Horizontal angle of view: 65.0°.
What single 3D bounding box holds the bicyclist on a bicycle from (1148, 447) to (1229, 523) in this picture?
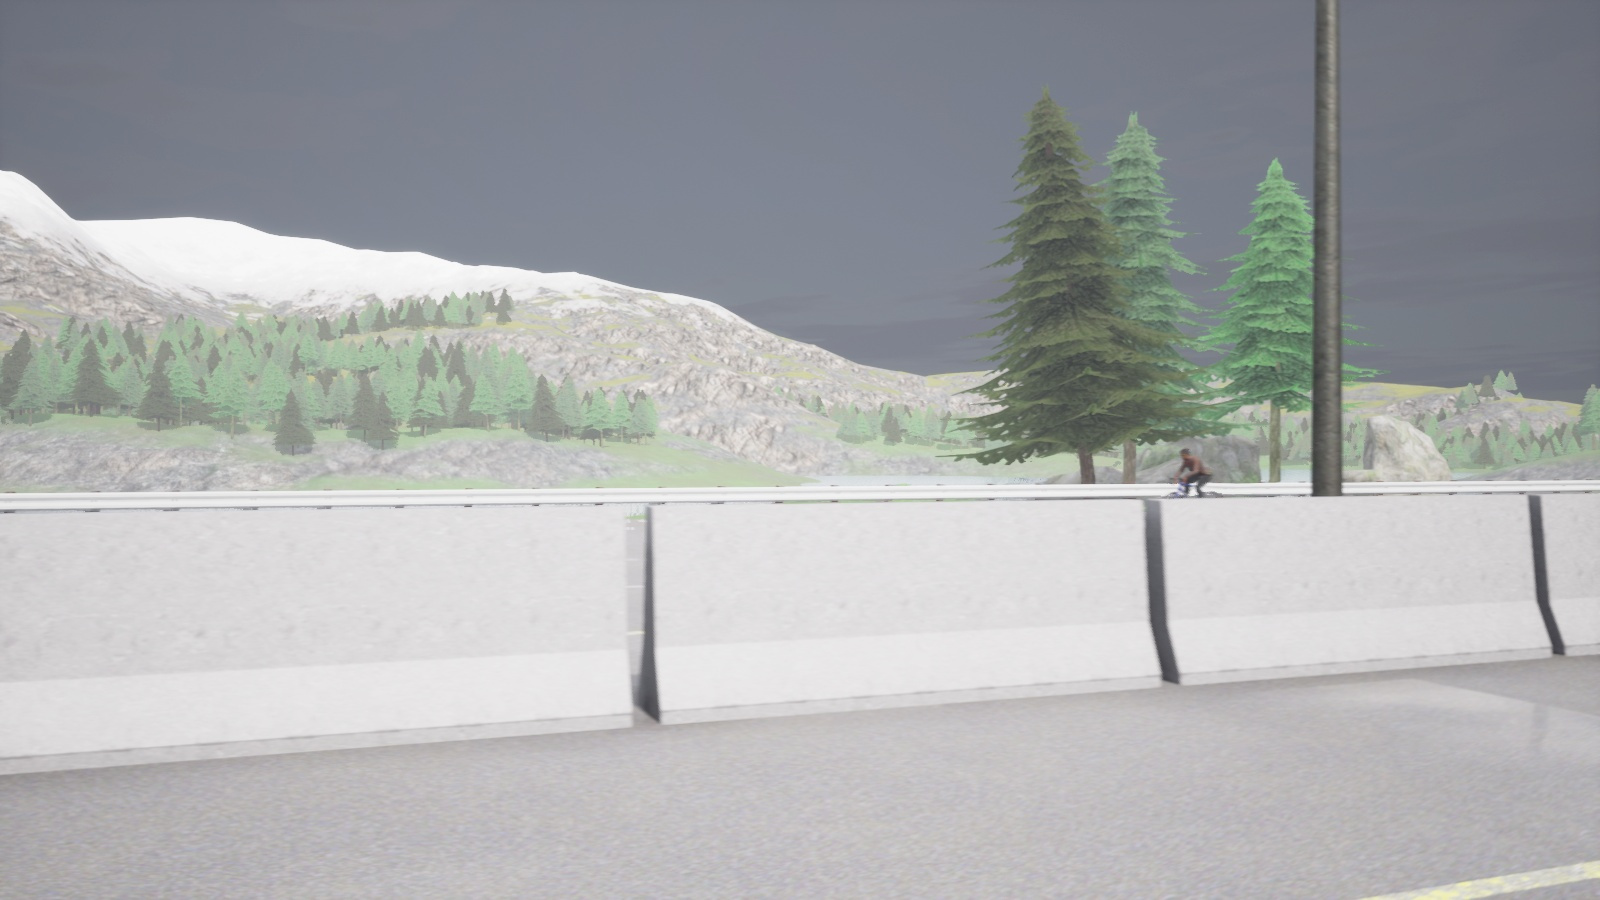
[{"bbox_3d":[8.442,0.747,27.265,1.656,1.620,0.582,0,0,-21],"label":"bicyclist on a bicycle"}]
